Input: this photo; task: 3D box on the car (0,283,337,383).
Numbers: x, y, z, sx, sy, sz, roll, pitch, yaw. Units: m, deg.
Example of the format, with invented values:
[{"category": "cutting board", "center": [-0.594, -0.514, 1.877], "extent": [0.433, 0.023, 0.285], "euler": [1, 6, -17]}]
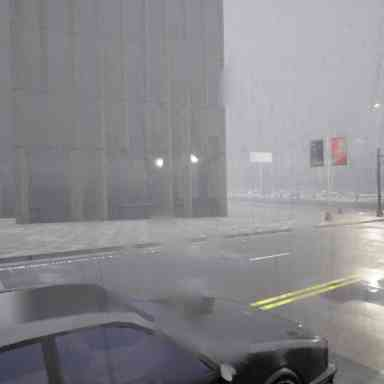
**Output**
[{"category": "car", "center": [-1.105, 1.547, 2.629], "extent": [5.357, 1.411, 2.033], "euler": [0, 0, -36]}]
